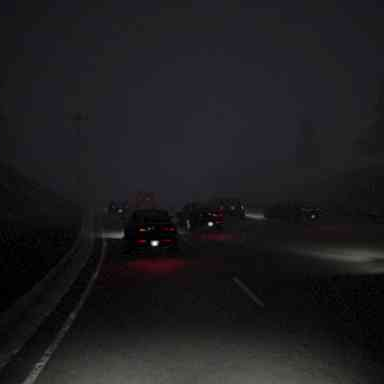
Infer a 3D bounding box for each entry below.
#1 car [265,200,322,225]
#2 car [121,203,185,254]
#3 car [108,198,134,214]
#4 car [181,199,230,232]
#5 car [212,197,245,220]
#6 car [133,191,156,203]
[{"bbox_3d":[6.645,1.270,22.376,2.128,1.511,4.902,0,0,-16],"label":"car"},{"bbox_3d":[-1.750,1.404,13.247,1.837,1.490,4.892,0,0,-13],"label":"car"},{"bbox_3d":[-7.049,1.374,31.878,1.895,1.301,4.718,0,0,-17],"label":"car"},{"bbox_3d":[0.301,1.345,19.048,1.837,1.490,4.892,0,0,-15],"label":"car"},{"bbox_3d":[2.238,1.132,25.061,2.097,1.767,4.553,0,0,-16],"label":"car"},{"bbox_3d":[-5.690,0.924,39.553,2.150,2.045,5.566,0,0,-17],"label":"car"}]
